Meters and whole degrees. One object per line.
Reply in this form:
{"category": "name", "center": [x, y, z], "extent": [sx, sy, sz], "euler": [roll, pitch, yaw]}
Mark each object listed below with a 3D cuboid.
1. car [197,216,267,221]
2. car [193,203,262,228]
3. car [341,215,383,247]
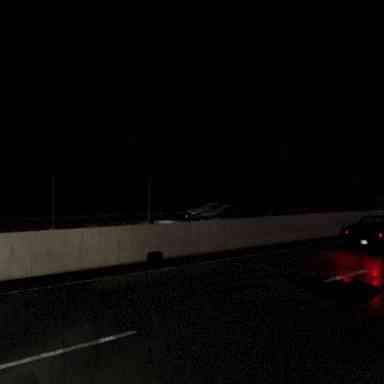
{"category": "car", "center": [2.704, 1.532, 18.755], "extent": [4.892, 1.490, 1.837], "euler": [0, 0, -35]}
{"category": "car", "center": [2.521, 1.558, 22.907], "extent": [4.674, 1.442, 1.812], "euler": [0, 0, -34]}
{"category": "car", "center": [8.411, 1.632, 14.023], "extent": [4.718, 1.301, 1.895], "euler": [0, 0, -35]}
